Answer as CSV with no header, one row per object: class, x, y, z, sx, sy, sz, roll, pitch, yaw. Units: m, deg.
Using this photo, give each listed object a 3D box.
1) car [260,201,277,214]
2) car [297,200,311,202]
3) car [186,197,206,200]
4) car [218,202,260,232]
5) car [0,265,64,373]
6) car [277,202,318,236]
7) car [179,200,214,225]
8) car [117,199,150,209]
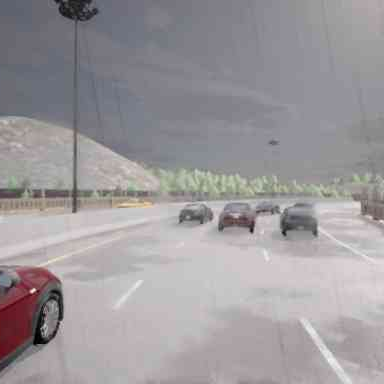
car,8.412,1.673,36.704,2.033,1.411,5.357,0,0,24
car,12.702,1.652,37.575,1.837,1.490,4.892,0,0,26
car,-0.283,1.701,43.335,1.895,1.301,4.718,0,0,26
car,2.943,1.415,20.881,2.097,1.767,4.553,0,0,13
car,-3.170,1.346,3.570,2.097,1.767,4.553,0,0,2
car,6.079,1.579,19.262,1.837,1.490,4.892,0,0,13
car,0.356,1.586,24.960,1.812,1.442,4.674,0,0,16
car,-6.576,1.535,37.631,1.882,1.535,5.008,0,0,22
